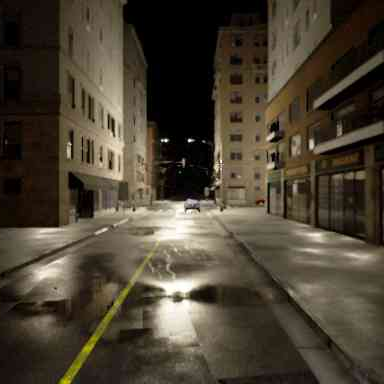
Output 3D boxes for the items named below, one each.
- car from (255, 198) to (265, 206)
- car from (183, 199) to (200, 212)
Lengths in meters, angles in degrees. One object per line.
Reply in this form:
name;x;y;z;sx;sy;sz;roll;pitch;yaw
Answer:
car;12.171;1.430;52.595;4.507;1.381;1.887;-1;0;0
car;-0.058;1.545;38.734;2.033;1.411;5.357;0;0;-3
